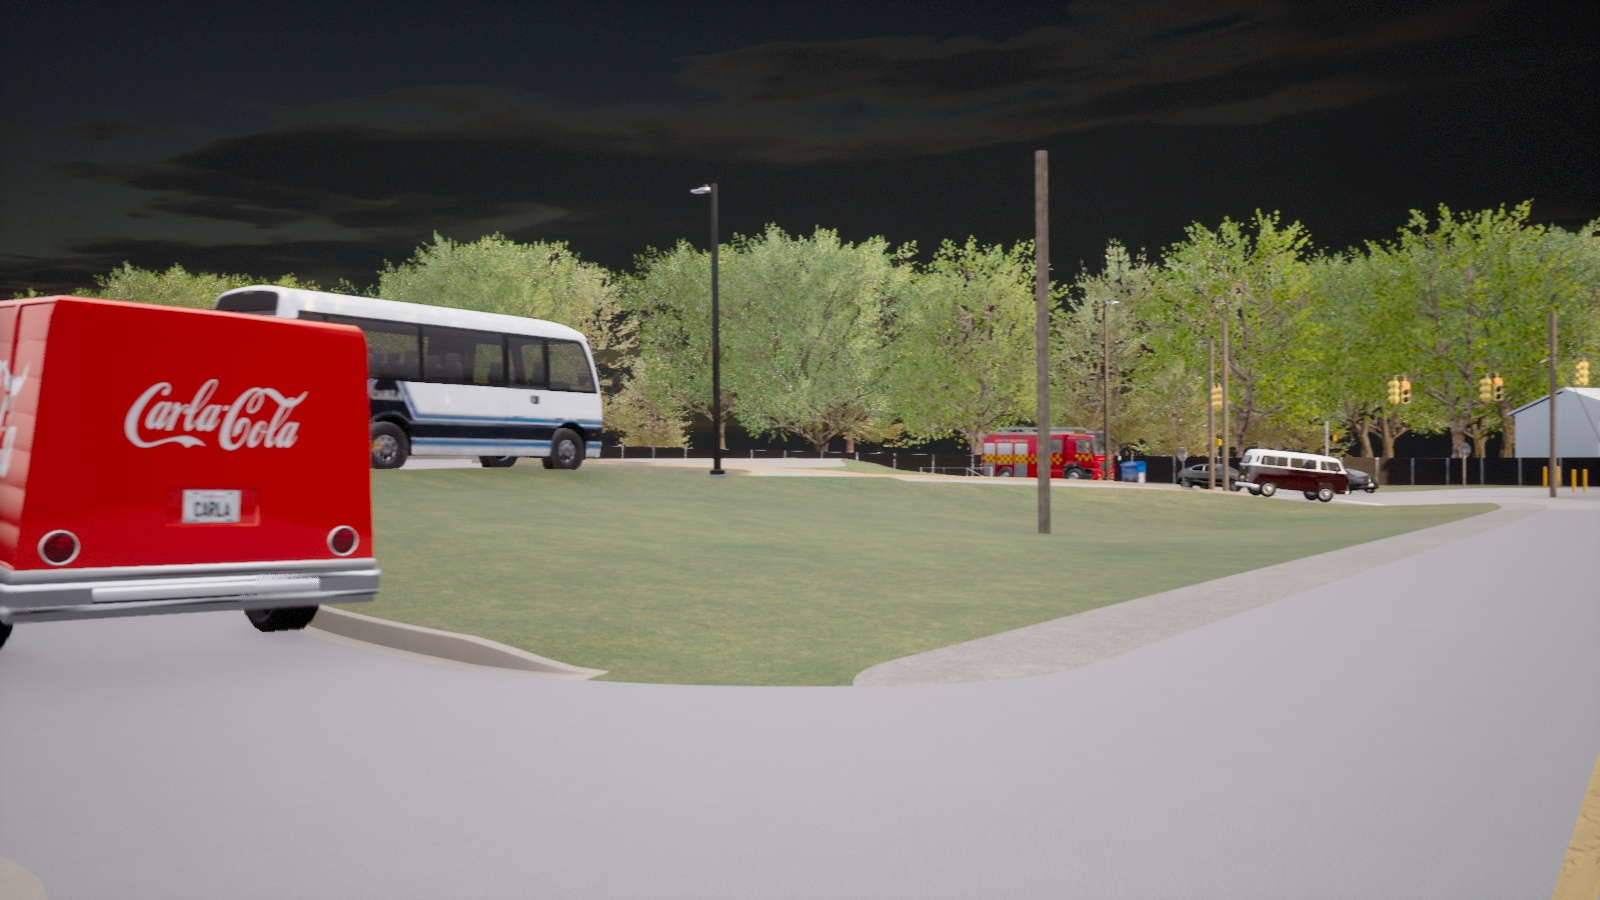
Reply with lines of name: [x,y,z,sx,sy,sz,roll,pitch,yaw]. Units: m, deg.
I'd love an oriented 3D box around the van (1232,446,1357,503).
van: [21.438,1.026,54.615,4.480,2.038,2.069,5,1,2]

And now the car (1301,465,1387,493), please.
car: [30.872,1.644,71.419,1.812,1.442,4.674,-1,0,-18]

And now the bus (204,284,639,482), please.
bus: [-9.212,-1.446,32.261,3.944,4.253,10.273,2,1,37]

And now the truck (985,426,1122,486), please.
truck: [16.797,0.332,83.601,8.468,3.827,2.891,1,2,37]

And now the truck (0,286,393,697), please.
truck: [-5.847,0.175,10.186,5.204,2.467,2.627,3,1,44]

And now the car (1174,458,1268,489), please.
car: [25.105,1.398,75.058,2.152,1.651,5.027,-1,2,-37]
